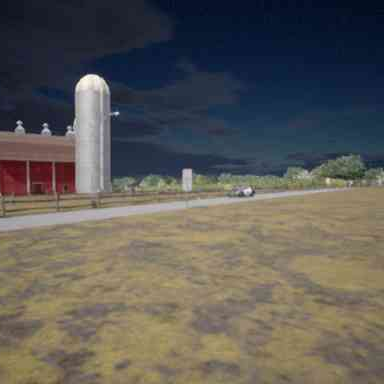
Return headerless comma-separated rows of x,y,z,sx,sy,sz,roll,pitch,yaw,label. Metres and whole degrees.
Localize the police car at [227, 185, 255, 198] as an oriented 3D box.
6.247,-0.061,43.013,2.038,1.542,4.974,0,2,35,police car
